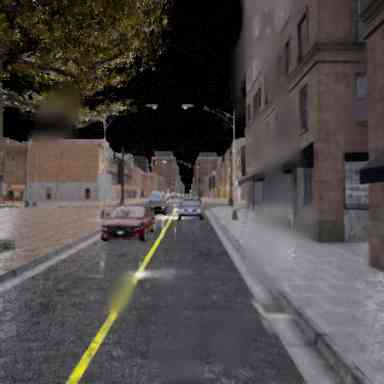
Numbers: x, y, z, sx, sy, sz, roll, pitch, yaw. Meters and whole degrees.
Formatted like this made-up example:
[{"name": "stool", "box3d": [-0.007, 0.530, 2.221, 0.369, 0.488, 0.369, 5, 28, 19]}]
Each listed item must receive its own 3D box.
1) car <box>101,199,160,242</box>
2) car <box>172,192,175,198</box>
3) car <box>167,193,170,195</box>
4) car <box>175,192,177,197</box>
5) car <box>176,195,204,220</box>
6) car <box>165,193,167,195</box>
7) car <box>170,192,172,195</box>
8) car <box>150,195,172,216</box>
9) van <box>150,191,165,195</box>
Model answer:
[{"name": "car", "box3d": [-2.866, 1.333, 15.787, 1.882, 1.535, 5.008, 0, 1, 0]}, {"name": "car", "box3d": [-5.958, 1.068, 82.093, 1.802, 1.307, 4.206, 2, 0, 0]}, {"name": "car", "box3d": [-5.771, 0.758, 60.933, 2.192, 1.841, 5.009, 2, 0, 0]}, {"name": "car", "box3d": [-6.046, 1.074, 92.674, 1.887, 1.381, 4.507, 2, 0, 0]}, {"name": "car", "box3d": [-0.101, 1.223, 24.945, 2.033, 1.411, 5.357, 0, 1, 0]}, {"name": "car", "box3d": [-5.737, 0.992, 55.947, 2.008, 1.369, 4.403, 2, 0, 0]}, {"name": "car", "box3d": [-5.867, 1.002, 71.512, 1.887, 1.381, 4.507, 2, 0, 0]}, {"name": "car", "box3d": [-2.928, 1.202, 27.533, 1.895, 1.301, 4.718, 0, 2, 0]}, {"name": "van", "box3d": [-5.702, 0.781, 52.627, 1.690, 1.788, 3.998, 2, 0, 0]}]
